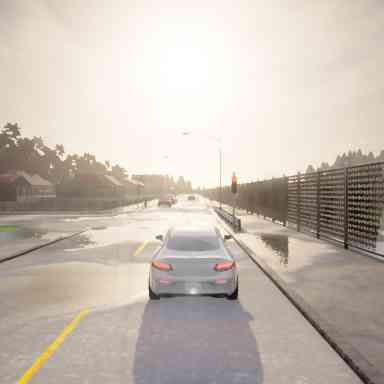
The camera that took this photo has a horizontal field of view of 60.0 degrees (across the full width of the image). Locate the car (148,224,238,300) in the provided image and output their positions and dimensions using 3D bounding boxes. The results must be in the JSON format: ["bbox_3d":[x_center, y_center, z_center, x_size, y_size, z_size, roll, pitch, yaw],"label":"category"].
[{"bbox_3d":[0.037,1.526,8.268,1.812,1.442,4.674,0,0,0],"label":"car"}]

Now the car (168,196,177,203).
[{"bbox_3d":[-4.153,1.524,71.654,1.812,1.442,4.674,0,0,0],"label":"car"}]

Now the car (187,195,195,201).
[{"bbox_3d":[-0.190,1.478,86.391,1.882,1.535,5.008,0,0,0],"label":"car"}]

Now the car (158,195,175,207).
[{"bbox_3d":[-4.205,1.478,51.810,1.882,1.535,5.008,0,0,0],"label":"car"}]

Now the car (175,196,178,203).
[{"bbox_3d":[-4.195,1.352,61.740,2.097,1.767,4.553,0,0,0],"label":"car"}]
